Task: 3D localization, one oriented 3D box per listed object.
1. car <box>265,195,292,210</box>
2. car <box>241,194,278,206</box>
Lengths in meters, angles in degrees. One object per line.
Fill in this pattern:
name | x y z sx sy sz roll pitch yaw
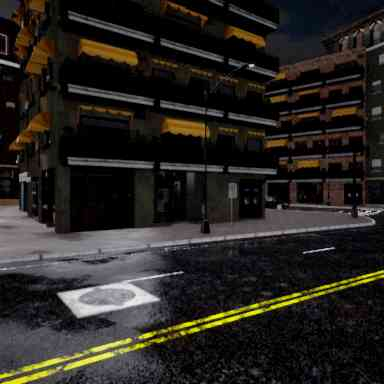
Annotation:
car | 8.234 1.159 34.887 4.403 1.369 2.008 1 0 38
car | 9.109 1.070 44.868 4.403 1.369 2.008 1 0 38
